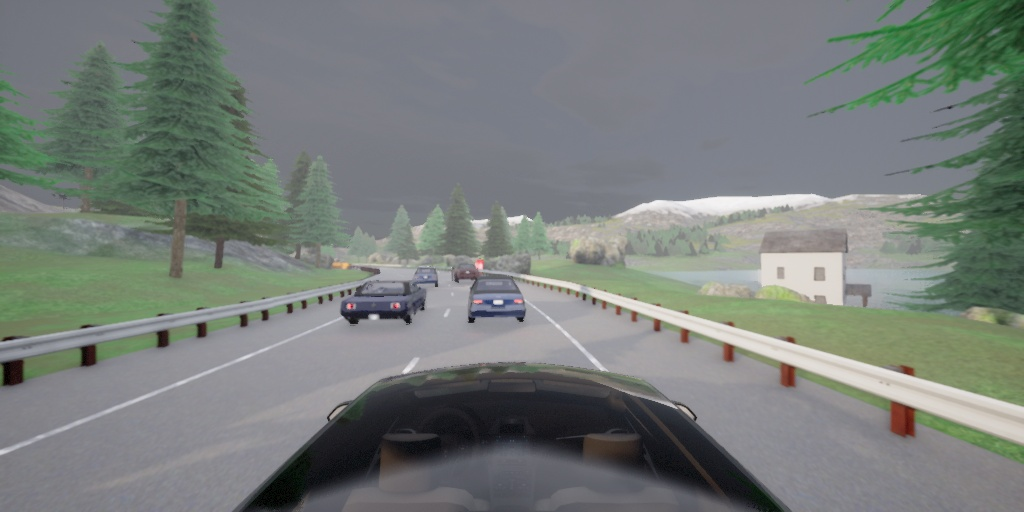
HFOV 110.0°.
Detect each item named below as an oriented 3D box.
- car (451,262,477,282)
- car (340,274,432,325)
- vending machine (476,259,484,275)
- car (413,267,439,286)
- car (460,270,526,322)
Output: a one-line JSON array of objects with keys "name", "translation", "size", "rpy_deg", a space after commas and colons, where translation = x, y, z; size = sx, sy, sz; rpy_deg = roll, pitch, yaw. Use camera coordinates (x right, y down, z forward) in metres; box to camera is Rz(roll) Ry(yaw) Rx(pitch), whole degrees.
[{"name": "car", "translation": [-4.355, 1.420, 32.795], "size": [2.097, 1.767, 4.553], "rpy_deg": [0, -1, -15]}, {"name": "car", "translation": [-4.108, 1.465, 12.345], "size": [1.895, 1.301, 4.718], "rpy_deg": [0, -1, -6]}, {"name": "vending machine", "translation": [-4.299, 1.414, 48.059], "size": [1.100, 2.100, 0.880], "rpy_deg": [0, 0, -22]}, {"name": "car", "translation": [-6.658, 1.569, 27.740], "size": [2.033, 1.411, 5.357], "rpy_deg": [0, -1, -13]}, {"name": "car", "translation": [-0.647, 1.410, 12.882], "size": [2.033, 1.411, 5.357], "rpy_deg": [0, -1, -6]}]
